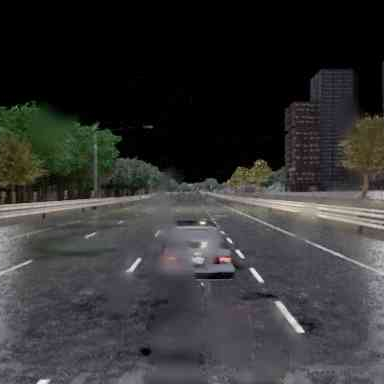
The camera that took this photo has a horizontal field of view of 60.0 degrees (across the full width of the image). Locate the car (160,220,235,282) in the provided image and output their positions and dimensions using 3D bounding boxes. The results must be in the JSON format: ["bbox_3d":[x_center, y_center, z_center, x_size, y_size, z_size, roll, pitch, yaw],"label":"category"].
[{"bbox_3d":[0.052,1.547,9.788,2.033,1.411,5.357,0,0,-2],"label":"car"}]
